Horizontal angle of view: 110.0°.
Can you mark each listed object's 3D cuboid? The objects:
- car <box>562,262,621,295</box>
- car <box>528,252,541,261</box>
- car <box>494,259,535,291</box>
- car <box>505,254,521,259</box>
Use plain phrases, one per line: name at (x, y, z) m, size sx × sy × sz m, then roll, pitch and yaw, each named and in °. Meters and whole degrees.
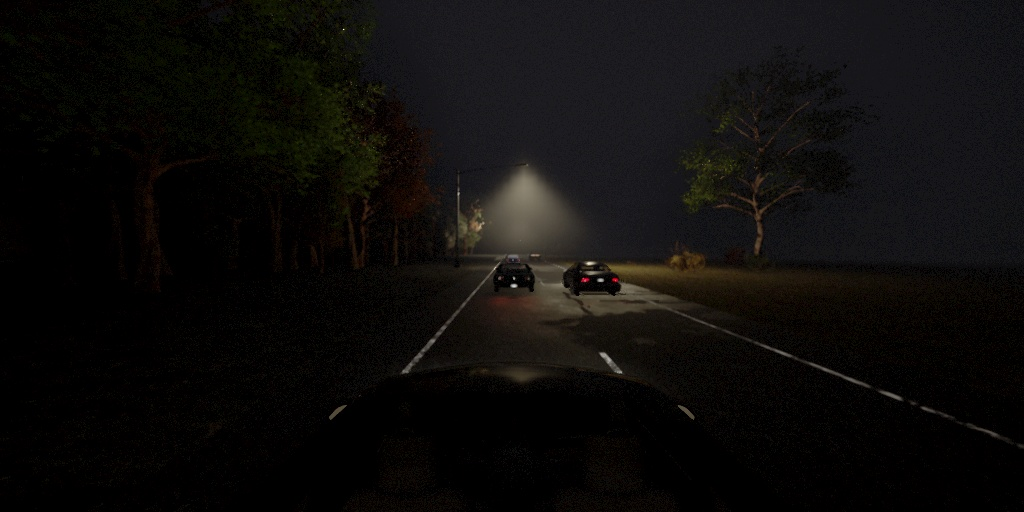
car at (3.581, 0.977, 16.954) m, size 2.033 × 1.411 × 5.357 m, roll 0°, pitch 1°, yaw 0°
car at (3.608, 0.058, 57.023) m, size 2.128 × 1.511 × 4.902 m, roll 0°, pitch 1°, yaw 0°
car at (0.103, 1.000, 18.415) m, size 1.895 × 1.301 × 4.718 m, roll 0°, pitch 1°, yaw 0°
car at (0.106, 0.471, 40.632) m, size 2.033 × 1.411 × 5.357 m, roll 0°, pitch 1°, yaw 0°
